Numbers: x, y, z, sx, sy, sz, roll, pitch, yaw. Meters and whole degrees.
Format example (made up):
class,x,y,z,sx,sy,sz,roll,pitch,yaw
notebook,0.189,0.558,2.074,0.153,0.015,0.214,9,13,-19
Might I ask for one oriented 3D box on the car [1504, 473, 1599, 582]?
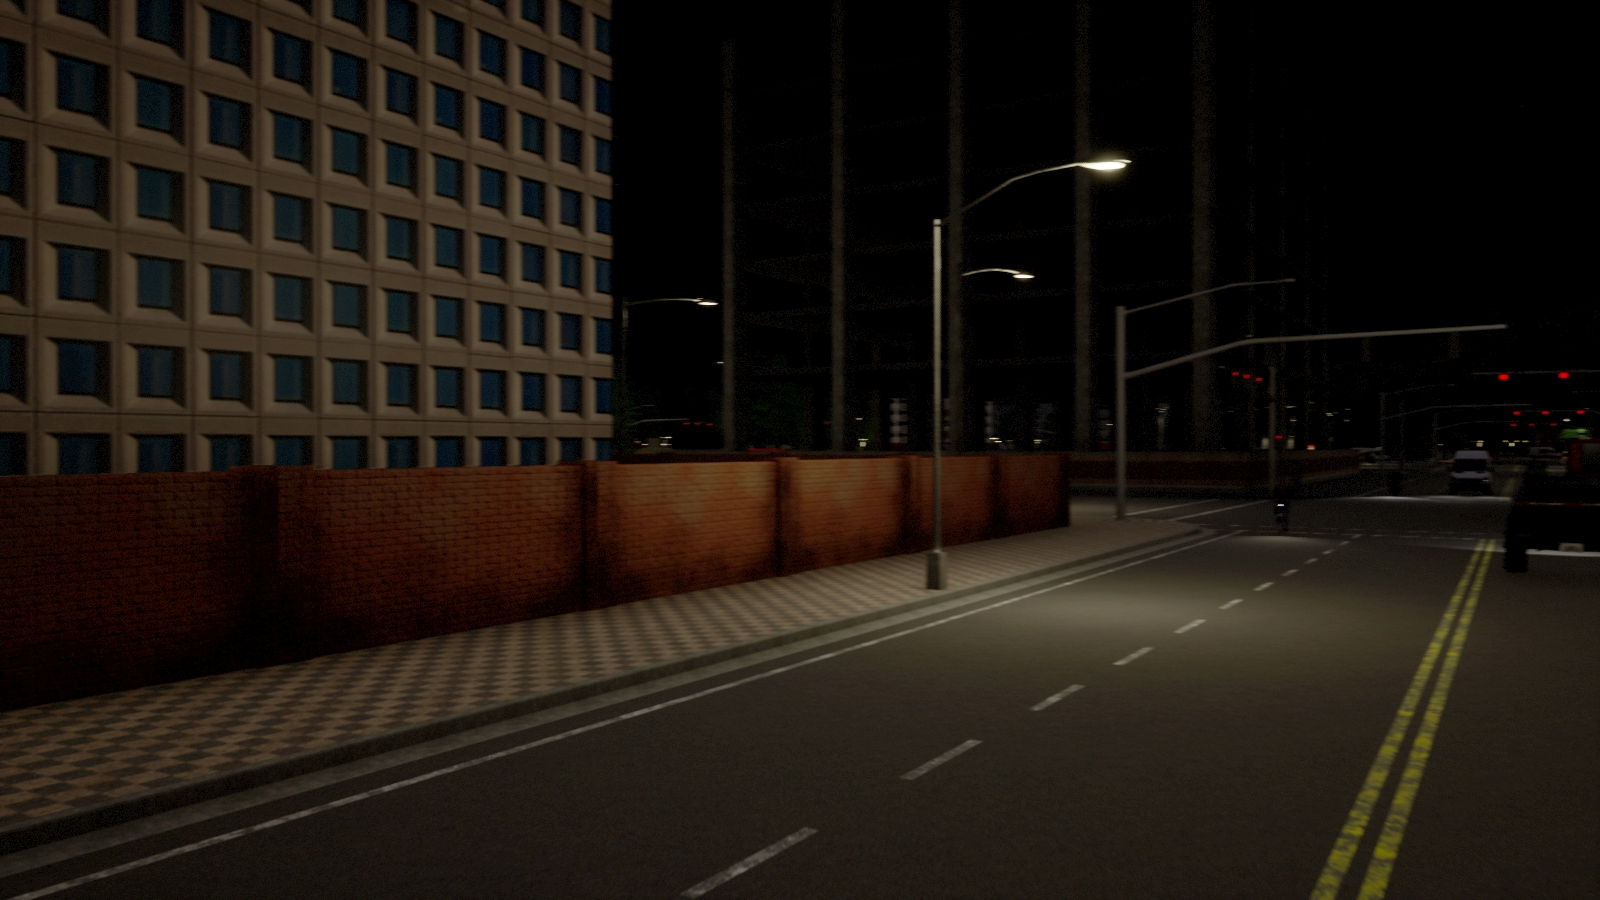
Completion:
class,x,y,z,sx,sy,sz,roll,pitch,yaw
car,17.738,1.652,26.429,2.390,2.098,6.274,0,0,32
